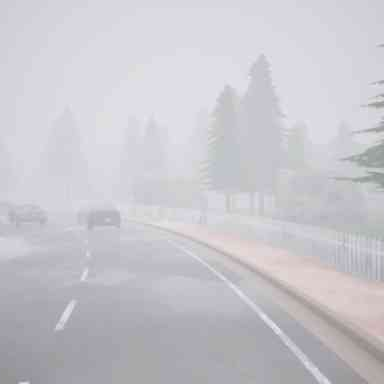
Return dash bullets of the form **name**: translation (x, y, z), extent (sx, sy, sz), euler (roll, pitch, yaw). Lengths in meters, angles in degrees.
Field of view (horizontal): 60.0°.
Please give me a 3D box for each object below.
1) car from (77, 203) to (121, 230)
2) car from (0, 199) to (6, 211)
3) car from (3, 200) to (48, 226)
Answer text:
- **car**: translation (-5.985, 1.447, 21.095), extent (1.882, 1.535, 5.008), euler (0, 0, -28)
- **car**: translation (-22.282, 1.514, 38.052), extent (5.008, 1.535, 1.882), euler (0, 0, 36)
- **car**: translation (-11.743, 1.554, 23.639), extent (2.033, 1.411, 5.357), euler (-1, 0, -36)
